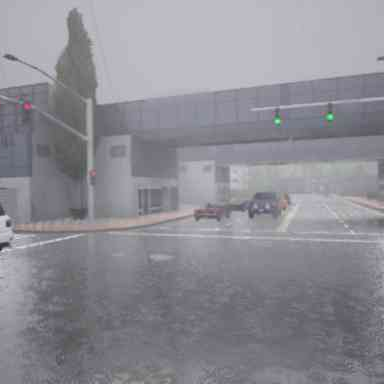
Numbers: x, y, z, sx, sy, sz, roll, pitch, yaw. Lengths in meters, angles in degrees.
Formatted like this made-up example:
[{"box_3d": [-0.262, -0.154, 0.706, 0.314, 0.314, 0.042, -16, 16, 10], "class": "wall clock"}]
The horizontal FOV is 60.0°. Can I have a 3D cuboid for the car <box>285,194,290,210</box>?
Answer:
[{"box_3d": [9.194, 0.998, 36.210, 2.097, 1.767, 4.553, -1, 0, 19], "class": "car"}]

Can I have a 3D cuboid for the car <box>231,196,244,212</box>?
[{"box_3d": [4.756, 1.207, 34.127, 1.882, 1.535, 5.008, -1, 0, 19], "class": "car"}]

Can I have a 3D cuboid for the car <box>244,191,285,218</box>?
[{"box_3d": [6.029, 0.969, 27.169, 2.150, 2.045, 5.566, -1, 0, 19], "class": "car"}]

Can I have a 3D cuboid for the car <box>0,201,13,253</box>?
[{"box_3d": [-9.067, 1.300, 12.032, 5.566, 2.045, 2.150, -1, 0, 24], "class": "car"}]

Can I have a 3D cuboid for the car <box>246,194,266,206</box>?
[{"box_3d": [8.922, 1.072, 46.033, 1.882, 1.535, 5.008, -1, 0, 20], "class": "car"}]

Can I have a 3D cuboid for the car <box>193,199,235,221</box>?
[{"box_3d": [1.648, 1.431, 25.233, 1.895, 1.301, 4.718, -1, 0, 19], "class": "car"}]
